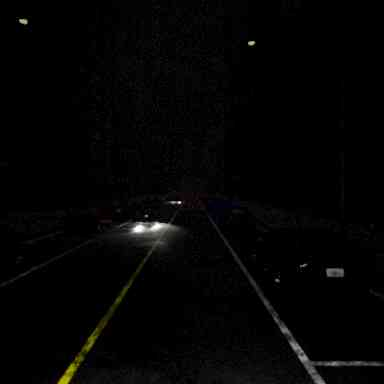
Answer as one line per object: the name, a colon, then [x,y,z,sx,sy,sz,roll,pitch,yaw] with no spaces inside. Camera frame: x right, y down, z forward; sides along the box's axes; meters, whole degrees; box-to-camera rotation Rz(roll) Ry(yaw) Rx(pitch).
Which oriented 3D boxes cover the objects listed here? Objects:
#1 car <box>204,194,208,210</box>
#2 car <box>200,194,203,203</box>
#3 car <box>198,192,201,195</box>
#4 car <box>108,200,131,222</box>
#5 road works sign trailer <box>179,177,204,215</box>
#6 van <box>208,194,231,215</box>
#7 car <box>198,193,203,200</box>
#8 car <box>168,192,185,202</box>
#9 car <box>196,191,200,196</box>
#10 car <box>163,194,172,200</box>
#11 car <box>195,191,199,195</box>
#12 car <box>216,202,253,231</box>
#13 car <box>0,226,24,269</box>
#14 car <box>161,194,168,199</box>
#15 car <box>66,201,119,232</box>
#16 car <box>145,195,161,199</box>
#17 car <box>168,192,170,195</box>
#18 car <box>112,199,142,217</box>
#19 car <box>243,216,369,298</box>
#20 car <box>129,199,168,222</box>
car: [2.634,1.265,36.396,1.967,1.590,4.097,1,0,0]
car: [2.619,1.314,47.646,2.008,1.369,4.403,1,0,0]
car: [2.600,1.210,64.520,1.887,1.381,4.507,1,0,0]
car: [-5.878,1.322,25.133,1.967,1.590,4.097,1,0,0]
road works sign trailer: [-0.038,0.311,32.223,2.380,3.560,2.880,0,0,0]
van: [2.641,1.195,30.771,1.690,1.788,3.998,1,0,0]
car: [2.606,1.250,58.895,2.008,1.369,4.403,1,0,0]
car: [-3.081,1.195,66.462,2.033,1.411,5.357,0,0,0]
car: [2.587,1.141,75.769,1.887,1.381,4.507,1,0,0]
car: [-5.946,1.142,81.378,1.802,1.307,4.206,1,0,0]
car: [2.573,1.090,87.019,1.947,1.339,4.313,1,0,0]
car: [2.652,1.492,19.523,1.802,1.307,4.206,1,0,0]
car: [-5.860,1.528,8.260,1.947,1.339,4.313,1,0,0]
car: [-5.919,1.250,58.880,2.008,1.369,4.403,1,0,0]
car: [-5.873,1.454,19.509,1.887,1.381,4.507,1,0,0]
car: [-5.906,1.307,47.632,1.887,1.381,4.507,1,0,0]
car: [-5.932,1.158,69.958,1.752,1.417,4.829,1,0,0]
car: [-5.886,1.398,30.758,1.887,1.381,4.507,1,0,0]
car: [2.665,1.528,8.273,1.947,1.339,4.313,1,0,0]
car: [-3.129,1.447,24.868,1.994,1.385,4.181,0,0,0]
